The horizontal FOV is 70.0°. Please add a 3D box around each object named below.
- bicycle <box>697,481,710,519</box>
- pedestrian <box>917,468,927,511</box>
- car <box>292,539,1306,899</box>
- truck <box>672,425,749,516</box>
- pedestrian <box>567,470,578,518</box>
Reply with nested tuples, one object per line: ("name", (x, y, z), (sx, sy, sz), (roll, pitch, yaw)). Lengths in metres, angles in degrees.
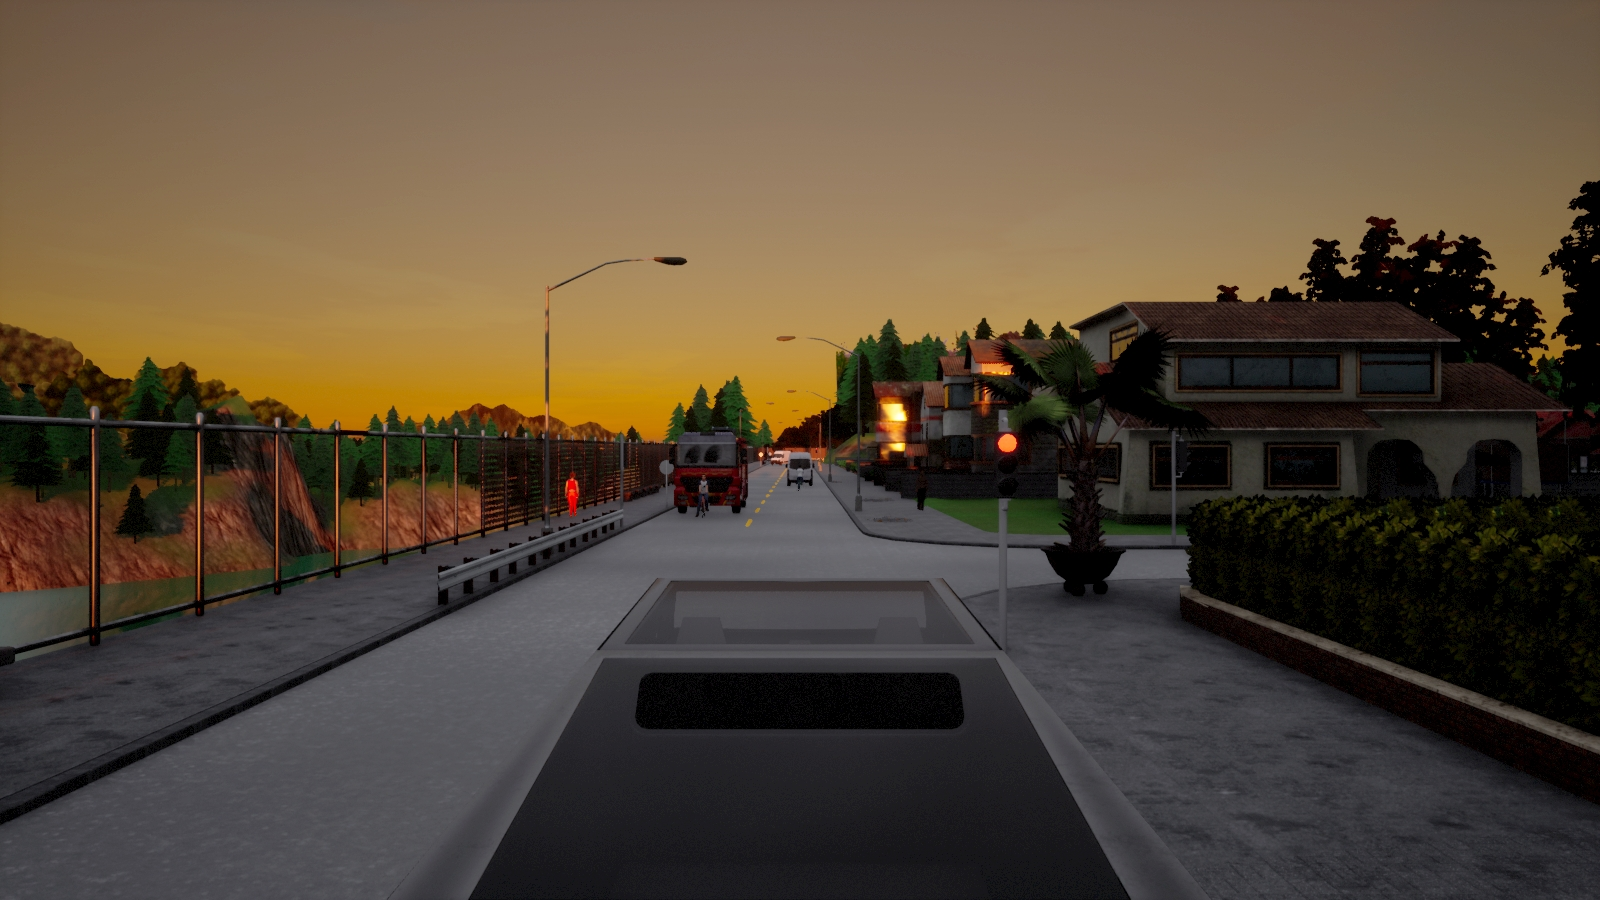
("bicycle", (-3.996, 2.038, 47.352), (0.373, 1.496, 1.643), (0, 0, 0))
("pedestrian", (5.289, 1.725, 49.610), (0.375, 1.860, 0.375), (0, 0, -2))
("car", (-0.001, 1.751, 5.830), (2.390, 2.098, 6.274), (0, 0, 0))
("truck", (-3.997, 0.871, 52.639), (2.891, 3.827, 8.468), (0, 0, 0))
("pedestrian", (-8.885, 1.727, 44.567), (0.375, 1.860, 0.375), (0, 0, -2))
